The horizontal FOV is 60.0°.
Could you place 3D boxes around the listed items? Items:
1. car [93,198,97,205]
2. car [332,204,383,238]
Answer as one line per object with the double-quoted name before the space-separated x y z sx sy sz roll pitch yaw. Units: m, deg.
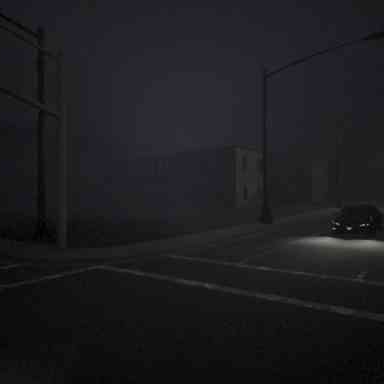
"car" -19.942 2.128 75.164 2.097 1.767 4.553 -1 -1 37
"car" 8.880 1.452 17.723 1.837 1.490 4.892 -1 0 37
